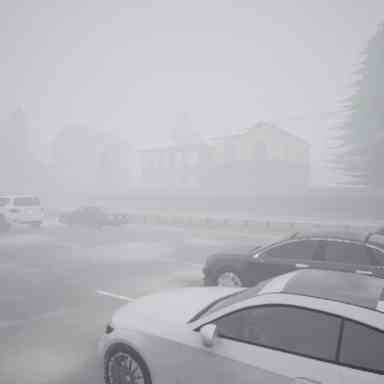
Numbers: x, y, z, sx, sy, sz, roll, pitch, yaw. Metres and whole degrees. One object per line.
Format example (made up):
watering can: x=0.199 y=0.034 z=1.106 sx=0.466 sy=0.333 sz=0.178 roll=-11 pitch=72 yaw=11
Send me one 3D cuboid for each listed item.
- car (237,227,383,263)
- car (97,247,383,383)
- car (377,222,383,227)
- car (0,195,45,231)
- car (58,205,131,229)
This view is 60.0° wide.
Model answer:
car: x=2.477 y=1.505 z=6.524 sx=4.892 sy=1.490 sz=1.837 roll=0 pitch=0 yaw=36
car: x=1.111 y=1.526 z=3.200 sx=4.674 sy=1.442 sz=1.812 roll=0 pitch=0 yaw=36
car: x=5.638 y=1.351 z=8.568 sx=4.553 sy=1.767 sz=2.097 roll=0 pitch=0 yaw=36
car: x=-11.509 y=1.226 z=20.808 sx=5.566 sy=2.045 sz=2.150 roll=0 pitch=0 yaw=36
car: x=-6.358 y=1.551 z=21.431 sx=5.357 sy=1.411 sz=2.033 roll=0 pitch=0 yaw=36
